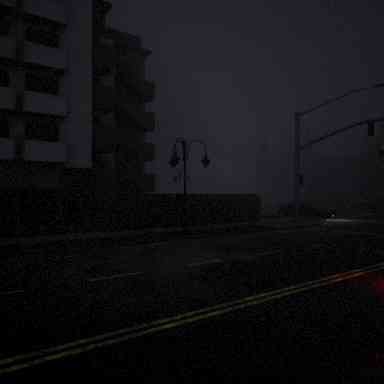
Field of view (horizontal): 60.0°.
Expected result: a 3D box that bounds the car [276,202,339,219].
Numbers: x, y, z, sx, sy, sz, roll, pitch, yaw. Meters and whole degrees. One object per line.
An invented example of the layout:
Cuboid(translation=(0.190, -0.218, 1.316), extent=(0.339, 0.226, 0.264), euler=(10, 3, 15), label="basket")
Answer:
Cuboid(translation=(9.920, 1.547, 29.118), extent=(2.033, 1.411, 5.357), euler=(0, 0, -35), label="car")
